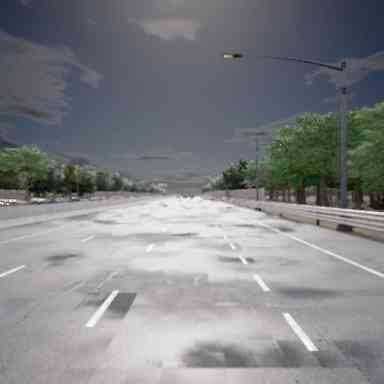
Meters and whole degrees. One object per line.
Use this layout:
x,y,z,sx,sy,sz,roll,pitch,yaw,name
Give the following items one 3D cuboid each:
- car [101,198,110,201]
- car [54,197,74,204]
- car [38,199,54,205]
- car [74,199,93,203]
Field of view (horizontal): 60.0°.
-17.492,2.009,67.777,1.994,1.385,4.181,0,0,0,car
-24.492,1.819,64.897,2.097,1.767,4.553,0,0,0,car
-27.992,2.004,64.867,2.033,1.411,5.357,0,0,0,car
-20.992,2.018,65.904,2.033,1.411,5.357,0,0,0,car
